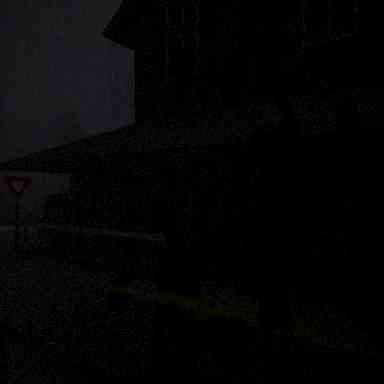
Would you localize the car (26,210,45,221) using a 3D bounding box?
[{"bbox_3d":[-9.639,1.612,24.501,1.837,1.490,4.892,0,0,35],"label":"car"}]
